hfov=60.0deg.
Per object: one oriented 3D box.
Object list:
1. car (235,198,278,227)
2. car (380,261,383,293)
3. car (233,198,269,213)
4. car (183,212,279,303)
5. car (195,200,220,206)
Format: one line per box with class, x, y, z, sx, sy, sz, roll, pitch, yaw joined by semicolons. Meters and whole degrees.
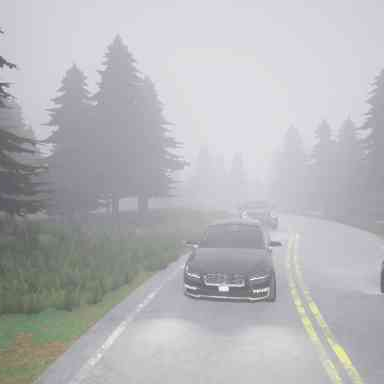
car;3.912;1.269;20.457;2.097;1.767;4.553;-1;0;5
car;4.499;1.308;4.647;2.097;1.767;4.553;-1;0;8
car;6.242;1.410;35.737;1.837;1.490;4.892;2;-1;-15
car;1.100;1.496;8.421;1.837;1.490;4.892;-1;0;13
car;1.968;1.798;44.867;1.812;1.442;4.674;3;-5;-35
